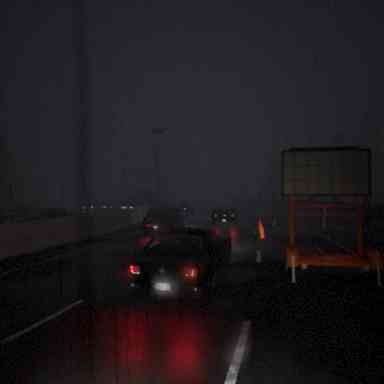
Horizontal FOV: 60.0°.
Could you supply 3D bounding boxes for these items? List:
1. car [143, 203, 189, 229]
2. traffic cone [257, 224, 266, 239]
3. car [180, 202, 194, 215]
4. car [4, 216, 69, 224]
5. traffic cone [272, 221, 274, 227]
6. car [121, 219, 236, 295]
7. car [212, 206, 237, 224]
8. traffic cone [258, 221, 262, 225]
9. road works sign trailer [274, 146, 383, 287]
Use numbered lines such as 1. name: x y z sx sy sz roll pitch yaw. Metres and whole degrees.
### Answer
1. car: -1.607 1.637 20.251 1.837 1.490 4.892 0 0 8
2. traffic cone: 3.552 2.051 16.754 0.340 0.580 0.340 0 0 10
3. car: -0.848 1.801 37.420 1.994 1.385 4.181 0 0 -2
4. car: -8.866 1.676 20.017 1.812 1.442 4.674 0 0 8
5. traffic cone: 5.575 2.081 22.490 0.340 0.580 0.340 0 0 10
6. car: -0.075 1.658 8.980 1.895 1.301 4.718 0 0 13
7. car: 2.516 1.759 26.248 1.895 1.301 4.718 0 0 4
8. traffic cone: 3.898 2.062 18.724 0.340 0.580 0.340 0 0 10
9. road works sign trailer: 3.802 0.515 9.612 2.380 3.560 2.880 0 0 10
